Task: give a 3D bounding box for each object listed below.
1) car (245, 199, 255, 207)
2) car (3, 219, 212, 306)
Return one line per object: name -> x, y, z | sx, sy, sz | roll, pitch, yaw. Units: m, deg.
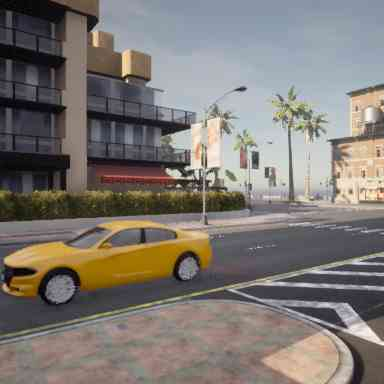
car -> 7.027, 1.491, 48.496 | 2.128, 1.511, 4.902 | 0, 0, -35
car -> -1.802, 1.477, 8.226 | 5.008, 1.535, 1.882 | 0, 0, -35
